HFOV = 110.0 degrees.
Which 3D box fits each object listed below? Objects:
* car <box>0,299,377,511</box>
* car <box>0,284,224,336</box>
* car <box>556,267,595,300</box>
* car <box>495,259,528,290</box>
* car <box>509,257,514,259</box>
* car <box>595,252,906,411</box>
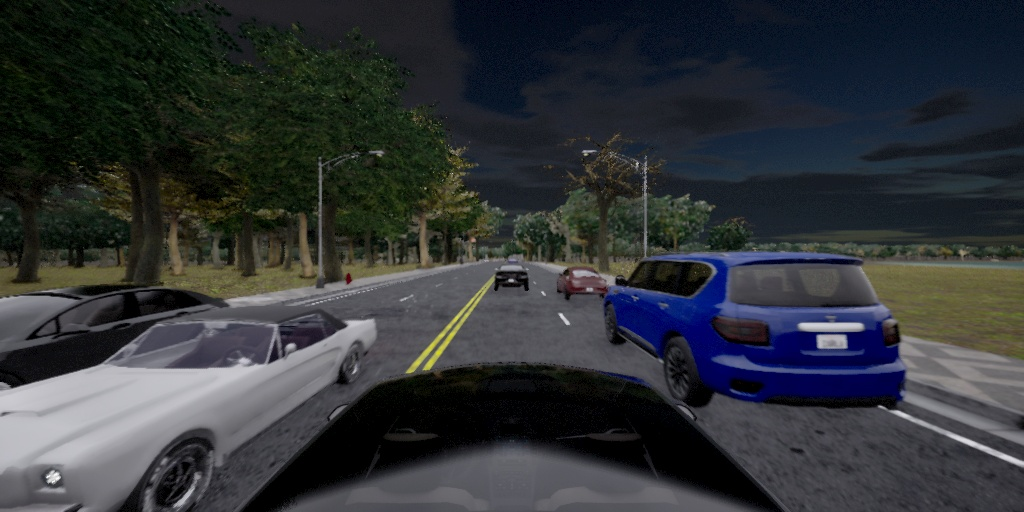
[{"bbox_3d":[-3.350,1.342,4.195,1.895,1.301,4.718,0,0,0],"label":"car"},{"bbox_3d":[-6.600,1.241,5.327,1.837,1.490,4.892,0,0,0],"label":"car"},{"bbox_3d":[3.254,1.227,17.297,1.812,1.442,4.674,0,0,0],"label":"car"},{"bbox_3d":[-0.024,1.169,21.738,1.882,1.535,5.008,0,0,0],"label":"car"},{"bbox_3d":[0.115,1.171,56.283,1.882,1.535,5.008,0,0,0],"label":"car"},{"bbox_3d":[3.251,0.955,6.325,2.150,2.045,5.566,0,0,0],"label":"car"}]
